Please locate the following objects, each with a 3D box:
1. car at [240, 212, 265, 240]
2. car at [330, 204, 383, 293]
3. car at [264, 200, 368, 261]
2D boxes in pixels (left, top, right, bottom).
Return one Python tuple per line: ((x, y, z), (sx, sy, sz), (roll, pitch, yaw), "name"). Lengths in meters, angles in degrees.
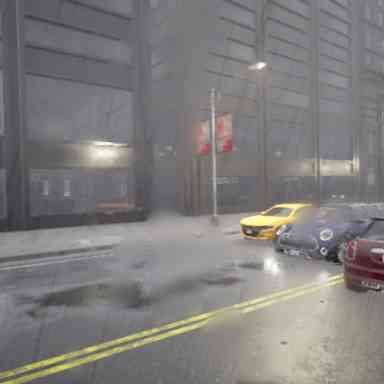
((4.316, 1.279, 14.750), (5.008, 1.535, 1.882), (-1, 1, -35), "car")
((5.348, 1.212, 7.262), (4.553, 1.767, 2.097), (-1, 1, -36), "car")
((4.880, 1.181, 11.160), (4.553, 1.767, 2.097), (-1, 1, -35), "car")
